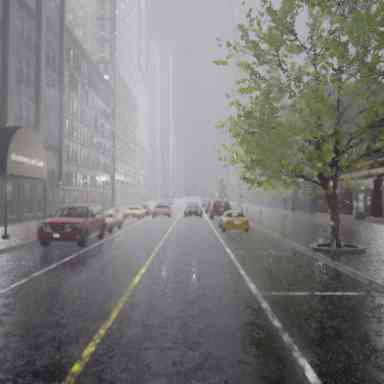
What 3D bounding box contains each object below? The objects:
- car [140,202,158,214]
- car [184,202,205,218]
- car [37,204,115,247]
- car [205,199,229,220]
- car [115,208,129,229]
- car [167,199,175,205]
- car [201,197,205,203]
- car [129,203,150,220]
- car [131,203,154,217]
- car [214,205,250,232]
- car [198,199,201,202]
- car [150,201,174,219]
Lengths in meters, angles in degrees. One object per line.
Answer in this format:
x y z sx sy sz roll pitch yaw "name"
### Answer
-5.640 2.092 43.974 1.752 1.417 4.829 1 -1 0 "car"
0.124 2.060 35.279 1.895 1.301 4.718 0 -1 0 "car"
-5.662 1.532 16.418 2.192 1.841 5.009 1 -1 0 "car"
2.733 1.746 33.049 2.192 1.841 5.009 1 -1 0 "car"
-5.660 1.812 21.791 1.752 1.417 4.829 1 -1 0 "car"
-5.599 2.678 88.506 1.802 1.307 4.206 1 -1 0 "car"
2.744 1.885 44.141 2.192 1.841 5.009 1 -1 0 "car"
-5.650 1.953 32.882 1.752 1.417 4.829 1 -1 0 "car"
-5.646 2.065 38.599 1.947 1.339 4.313 1 -1 0 "car"
2.720 1.817 22.125 1.752 1.417 4.829 1 -1 0 "car"
0.104 2.090 45.367 1.837 1.490 4.892 0 -1 0 "car"
-3.071 1.979 34.879 1.812 1.442 4.674 0 -1 0 "car"
